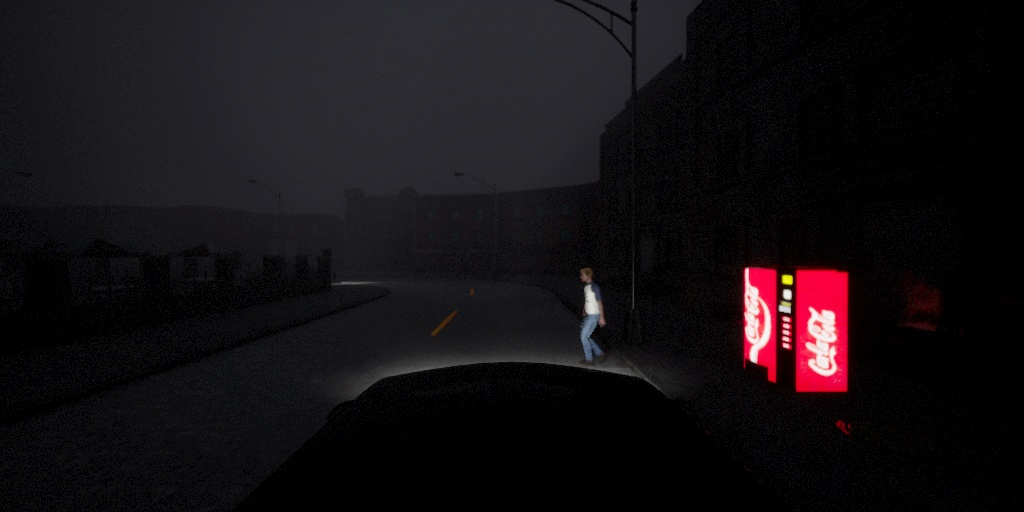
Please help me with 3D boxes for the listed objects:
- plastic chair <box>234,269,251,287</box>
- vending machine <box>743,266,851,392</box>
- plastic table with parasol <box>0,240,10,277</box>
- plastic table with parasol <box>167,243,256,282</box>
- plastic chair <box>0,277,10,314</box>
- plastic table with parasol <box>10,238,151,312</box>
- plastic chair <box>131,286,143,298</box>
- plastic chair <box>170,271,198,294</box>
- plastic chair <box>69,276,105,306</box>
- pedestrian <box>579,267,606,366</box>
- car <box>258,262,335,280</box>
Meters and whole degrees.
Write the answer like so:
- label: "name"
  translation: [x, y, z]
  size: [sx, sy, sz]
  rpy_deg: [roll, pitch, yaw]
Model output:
- label: "plastic chair"
  translation: [-12.023, 1.277, 15.483]
  size: [0.730, 1.272, 0.750]
  rpy_deg: [0, 0, 0]
- label: "vending machine"
  translation: [4.299, 1.148, 5.515]
  size: [1.100, 2.100, 0.880]
  rpy_deg: [0, 0, 0]
- label: "plastic table with parasol"
  translation: [-16.925, 0.652, 13.180]
  size: [2.482, 2.480, 2.482]
  rpy_deg: [0, 0, -40]
- label: "plastic table with parasol"
  translation: [-13.276, 0.672, 15.582]
  size: [2.482, 2.480, 2.482]
  rpy_deg: [0, 0, 0]
- label: "plastic chair"
  translation: [-14.032, 1.300, 10.333]
  size: [0.730, 1.272, 0.750]
  rpy_deg: [0, 0, -35]
- label: "plastic table with parasol"
  translation: [-13.057, 0.692, 11.233]
  size: [2.482, 2.480, 2.482]
  rpy_deg: [0, 0, -40]
- label: "plastic chair"
  translation: [-12.036, 1.293, 11.969]
  size: [0.730, 1.272, 0.750]
  rpy_deg: [0, 0, -40]
- label: "plastic chair"
  translation: [-13.360, 1.282, 14.340]
  size: [0.750, 1.272, 0.730]
  rpy_deg: [0, 0, 0]
- label: "plastic chair"
  translation: [-12.326, 1.301, 10.234]
  size: [0.750, 1.272, 0.730]
  rpy_deg: [0, 0, -40]
- label: "pedestrian"
  translation: [1.427, 1.022, 6.454]
  size: [0.375, 1.860, 0.375]
  rpy_deg: [0, 0, 0]
- label: "car"
  translation: [-14.764, 1.150, 24.692]
  size: [4.892, 1.490, 1.837]
  rpy_deg: [0, 0, 2]
